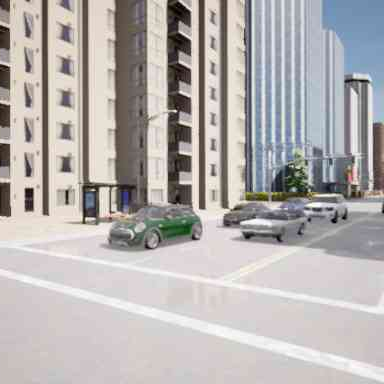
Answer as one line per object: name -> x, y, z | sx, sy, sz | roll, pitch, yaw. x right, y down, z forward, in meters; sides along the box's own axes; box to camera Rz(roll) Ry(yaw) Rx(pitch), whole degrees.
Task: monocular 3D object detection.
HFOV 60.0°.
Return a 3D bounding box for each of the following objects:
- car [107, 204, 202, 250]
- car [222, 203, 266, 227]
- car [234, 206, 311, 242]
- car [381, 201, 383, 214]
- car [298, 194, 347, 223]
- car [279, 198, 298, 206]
car -> -1.505, 1.362, 14.646 | 2.097, 1.767, 4.553 | 0, 0, 37
car -> 3.741, 1.490, 22.094 | 1.837, 1.490, 4.892 | 0, 0, 35
car -> 4.149, 1.589, 16.552 | 1.895, 1.301, 4.718 | 0, 0, 35
car -> 20.604, 1.268, 33.774 | 2.097, 1.767, 4.553 | 0, 0, 35
car -> 10.231, 1.181, 25.286 | 2.150, 2.045, 5.566 | 0, 0, 36
car -> 9.340, 1.310, 30.110 | 2.097, 1.767, 4.553 | 0, 0, 35
